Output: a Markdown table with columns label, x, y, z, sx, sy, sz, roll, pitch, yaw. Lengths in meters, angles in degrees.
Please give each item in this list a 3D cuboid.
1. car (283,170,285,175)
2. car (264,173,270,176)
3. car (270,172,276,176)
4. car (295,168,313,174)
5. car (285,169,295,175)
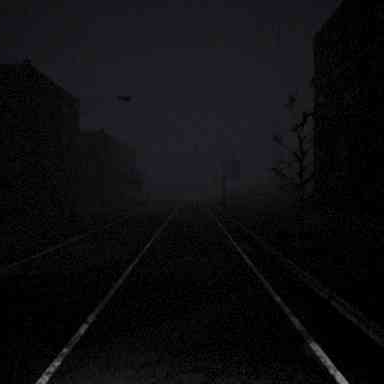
| label | x | y | z | sx | sy | sz | roll | pitch | yaw |
| --- | --- | --- | --- | --- | --- | --- | --- | --- | --- |
| car | 22.511 | -4.431 | 79.034 | 2.097 | 1.535 | 5.008 | 0 | 2 | -4 |
| car | 21.935 | -4.721 | 90.111 | 2.231 | 1.521 | 4.892 | 0 | 1 | -1 |
| car | 22.163 | -4.539 | 84.570 | 2.002 | 1.452 | 4.674 | 0 | 1 | -2 |
| car | 23.590 | -4.103 | 67.839 | 2.163 | 1.488 | 4.792 | 0 | 2 | -6 |
| car | 22.975 | -4.410 | 73.528 | 2.185 | 1.767 | 4.553 | 0 | 2 | -5 |
